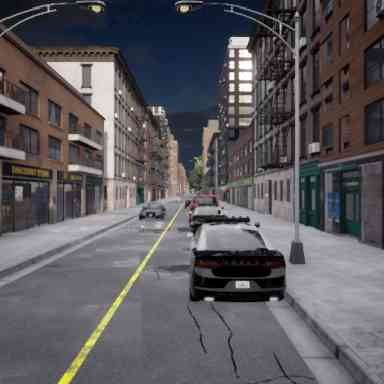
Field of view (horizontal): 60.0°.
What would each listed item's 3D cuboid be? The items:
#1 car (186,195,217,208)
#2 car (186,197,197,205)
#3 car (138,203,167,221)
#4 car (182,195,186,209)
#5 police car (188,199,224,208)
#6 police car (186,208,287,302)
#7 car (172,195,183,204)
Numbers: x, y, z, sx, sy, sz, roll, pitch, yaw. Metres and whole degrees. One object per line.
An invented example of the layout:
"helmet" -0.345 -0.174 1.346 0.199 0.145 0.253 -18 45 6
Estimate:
"car" 0.860 1.239 24.361 2.150 2.045 5.566 0 0 0
"car" -0.099 1.630 59.885 1.994 1.385 4.181 0 0 0
"car" -3.145 1.581 27.324 1.994 1.385 4.181 0 0 0
"car" -0.064 1.548 46.494 1.837 1.490 4.892 0 0 0
"police car" 0.870 1.434 18.440 1.930 1.638 5.238 0 0 0
"police car" 0.886 1.427 8.440 1.930 1.638 5.238 0 0 0
"car" -3.117 1.606 67.752 1.812 1.442 4.674 0 0 0
